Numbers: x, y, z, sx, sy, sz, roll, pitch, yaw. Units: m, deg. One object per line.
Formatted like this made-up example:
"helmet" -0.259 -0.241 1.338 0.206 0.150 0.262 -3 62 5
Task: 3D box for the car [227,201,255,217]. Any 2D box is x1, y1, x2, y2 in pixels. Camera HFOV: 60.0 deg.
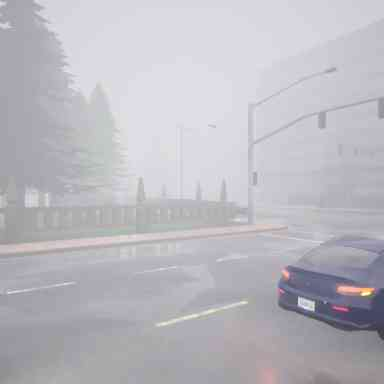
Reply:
"car" 3.623 1.545 30.893 1.895 1.301 4.718 0 0 -33

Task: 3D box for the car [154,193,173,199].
"car" -3.888 1.167 45.419 2.150 2.045 5.566 0 0 -16

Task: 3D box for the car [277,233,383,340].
"car" 3.609 1.526 6.341 4.674 1.442 1.812 0 0 -35
